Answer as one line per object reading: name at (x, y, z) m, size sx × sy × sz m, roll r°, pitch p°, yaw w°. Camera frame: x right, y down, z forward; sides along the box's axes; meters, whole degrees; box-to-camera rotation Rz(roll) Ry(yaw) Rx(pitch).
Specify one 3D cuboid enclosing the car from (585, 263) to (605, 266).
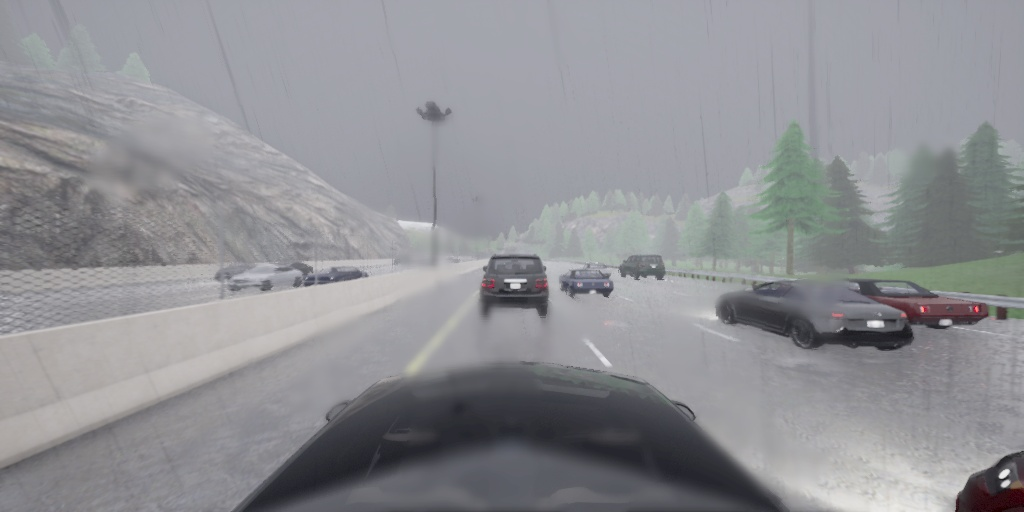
car at (7.102, 1.271, 31.115) m, size 1.895 × 1.301 × 4.718 m, roll 0°, pitch 0°, yaw 0°

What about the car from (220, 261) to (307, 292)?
car at (-14.098, 1.224, 20.924) m, size 1.812 × 1.442 × 4.674 m, roll 0°, pitch 0°, yaw 0°

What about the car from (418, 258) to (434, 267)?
car at (-14.036, 1.116, 61.050) m, size 1.812 × 1.442 × 4.674 m, roll 0°, pitch 0°, yaw 1°

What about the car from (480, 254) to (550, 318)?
car at (0.100, 0.941, 12.947) m, size 2.150 × 2.045 × 5.566 m, roll 0°, pitch 0°, yaw 0°

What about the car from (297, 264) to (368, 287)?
car at (-10.599, 1.297, 21.849) m, size 1.895 × 1.301 × 4.718 m, roll 0°, pitch 0°, yaw 0°

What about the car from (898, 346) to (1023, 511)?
car at (3.601, 1.318, 0.314) m, size 1.994 × 1.385 × 4.181 m, roll 0°, pitch 0°, yaw 0°

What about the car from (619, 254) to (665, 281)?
car at (10.601, 0.896, 29.513) m, size 2.150 × 2.045 × 5.566 m, roll 0°, pitch 0°, yaw 0°

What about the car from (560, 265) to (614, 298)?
car at (3.601, 1.306, 18.174) m, size 1.895 × 1.301 × 4.718 m, roll 0°, pitch 0°, yaw 0°

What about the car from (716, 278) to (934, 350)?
car at (7.100, 1.294, 9.016) m, size 1.994 × 1.385 × 4.181 m, roll 0°, pitch 0°, yaw 0°

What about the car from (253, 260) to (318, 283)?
car at (-17.595, 1.157, 28.199) m, size 1.882 × 1.535 × 5.008 m, roll 0°, pitch 0°, yaw 0°

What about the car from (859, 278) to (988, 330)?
car at (10.601, 1.325, 10.986) m, size 1.895 × 1.301 × 4.718 m, roll 0°, pitch 0°, yaw 0°

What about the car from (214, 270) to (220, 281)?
car at (-21.093, 1.243, 28.325) m, size 1.994 × 1.385 × 4.181 m, roll 0°, pitch 0°, yaw 0°
